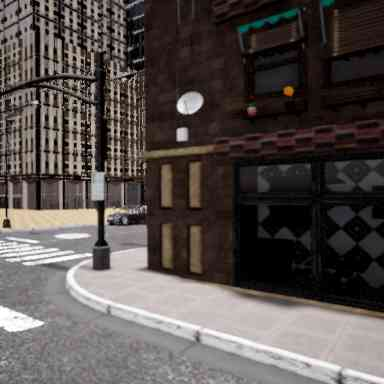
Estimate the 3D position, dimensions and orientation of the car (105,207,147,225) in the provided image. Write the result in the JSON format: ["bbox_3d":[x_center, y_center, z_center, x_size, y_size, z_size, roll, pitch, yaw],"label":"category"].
[{"bbox_3d":[-5.000,1.912,26.966,2.008,1.369,4.403,-2,-2,35],"label":"car"}]
